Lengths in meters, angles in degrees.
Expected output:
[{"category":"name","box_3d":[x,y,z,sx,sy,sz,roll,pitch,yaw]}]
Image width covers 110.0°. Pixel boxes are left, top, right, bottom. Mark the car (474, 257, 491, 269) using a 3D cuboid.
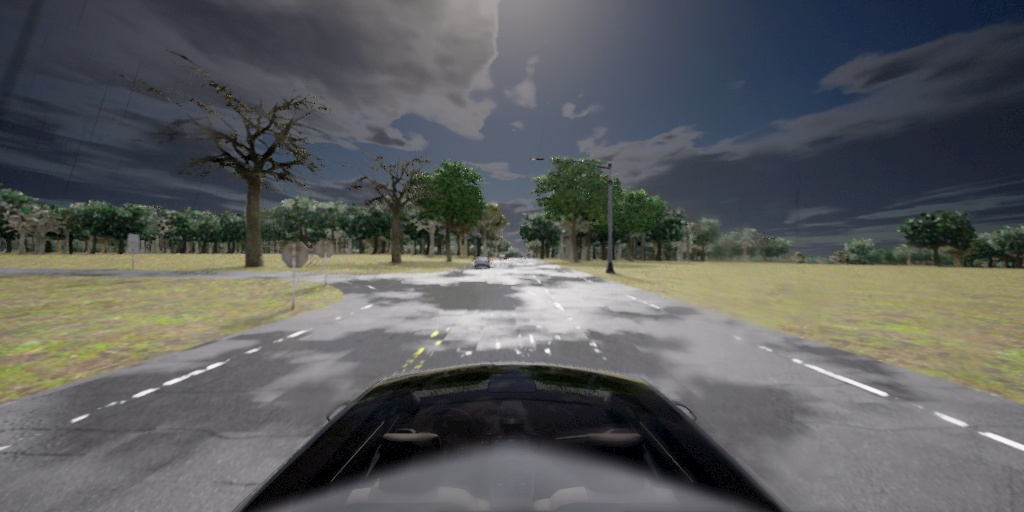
[{"category":"car","box_3d":[-3.516,0.806,43.468,2.033,1.411,5.357,0,1,0]}]
